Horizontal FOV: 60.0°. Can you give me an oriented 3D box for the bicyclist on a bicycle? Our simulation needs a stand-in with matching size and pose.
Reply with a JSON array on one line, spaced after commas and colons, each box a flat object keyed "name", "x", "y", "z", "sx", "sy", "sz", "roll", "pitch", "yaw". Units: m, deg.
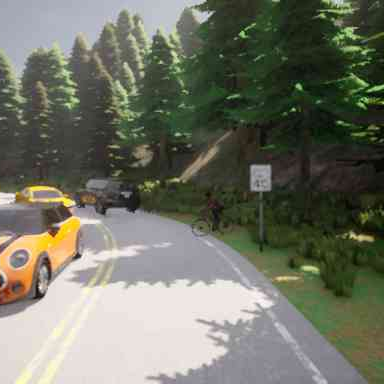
[{"name": "bicyclist on a bicycle", "x": 0.766, "y": 0.820, "z": 12.186, "sx": 1.656, "sy": 1.620, "sz": 0.582, "roll": -4, "pitch": 5, "yaw": -14}]

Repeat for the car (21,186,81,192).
[{"name": "car", "x": -7.768, "y": 0.494, "z": 17.335, "sx": 1.882, "sy": 1.535, "sz": 5.008, "roll": -2, "pitch": 6, "yaw": -39}]

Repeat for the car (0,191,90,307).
[{"name": "car", "x": -3.978, "y": 1.077, "z": 7.590, "sx": 2.097, "sy": 1.767, "sz": 4.553, "roll": -1, "pitch": 3, "yaw": -5}]

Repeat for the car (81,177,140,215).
[{"name": "car", "x": -5.207, "y": 0.121, "z": 20.059, "sx": 2.150, "sy": 2.045, "sz": 5.566, "roll": 0, "pitch": 4, "yaw": -39}]
